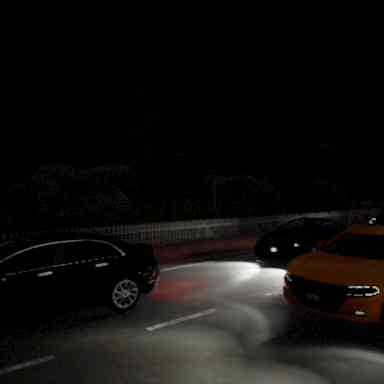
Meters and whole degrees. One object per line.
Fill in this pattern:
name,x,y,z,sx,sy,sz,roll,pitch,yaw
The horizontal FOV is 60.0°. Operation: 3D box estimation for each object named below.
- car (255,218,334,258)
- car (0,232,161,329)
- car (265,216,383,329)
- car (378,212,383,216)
car,4.129,1.619,11.652,4.181,1.385,1.994,0,0,-38
car,-2.916,1.565,6.203,4.892,1.490,1.837,0,0,-38
car,4.010,1.503,7.132,5.008,1.535,1.882,0,0,-38
car,10.827,1.401,16.832,4.553,1.767,2.097,0,0,-38
